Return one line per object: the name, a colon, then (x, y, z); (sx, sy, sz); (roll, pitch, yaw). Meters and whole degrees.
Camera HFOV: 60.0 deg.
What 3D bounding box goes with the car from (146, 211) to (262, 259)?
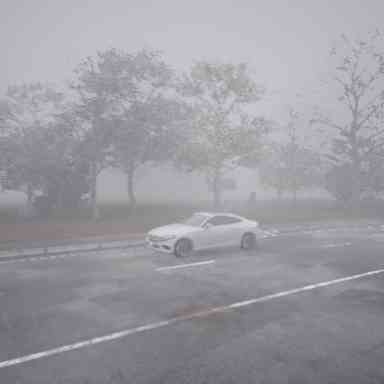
car: (0.571, 1.484, 12.580); (4.674, 1.442, 1.812); (0, 0, -32)
